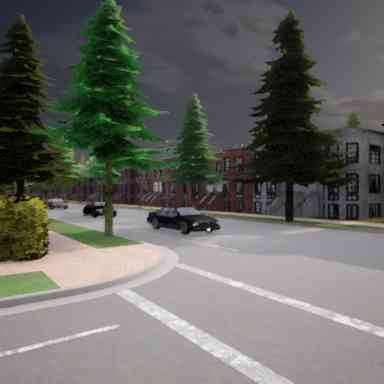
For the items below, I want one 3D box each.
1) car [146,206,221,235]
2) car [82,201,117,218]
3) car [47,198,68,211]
[{"bbox_3d":[-0.692,1.522,19.040,2.033,1.411,5.357,0,0,-36],"label":"car"},{"bbox_3d":[-8.214,1.538,29.490,1.994,1.385,4.181,0,0,-36],"label":"car"},{"bbox_3d":[-16.939,1.500,41.641,1.812,1.442,4.674,0,0,-35],"label":"car"}]
